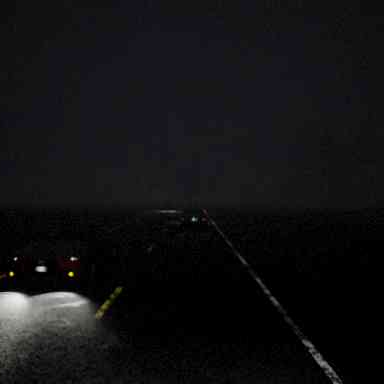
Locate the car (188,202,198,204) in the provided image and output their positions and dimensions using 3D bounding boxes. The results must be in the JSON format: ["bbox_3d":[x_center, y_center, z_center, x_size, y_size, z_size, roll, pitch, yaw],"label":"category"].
[{"bbox_3d":[0.102,1.993,42.475,1.994,1.385,4.181,0,-1,0],"label":"car"}]

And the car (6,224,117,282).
[{"bbox_3d":[-3.598,1.665,9.917,1.994,1.385,4.181,0,-1,0],"label":"car"}]

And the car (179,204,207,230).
[{"bbox_3d":[0.101,1.784,23.216,2.033,1.411,5.357,0,-1,0],"label":"car"}]

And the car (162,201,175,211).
[{"bbox_3d":[-3.564,2.063,50.987,2.033,1.411,5.357,0,-1,0],"label":"car"}]
